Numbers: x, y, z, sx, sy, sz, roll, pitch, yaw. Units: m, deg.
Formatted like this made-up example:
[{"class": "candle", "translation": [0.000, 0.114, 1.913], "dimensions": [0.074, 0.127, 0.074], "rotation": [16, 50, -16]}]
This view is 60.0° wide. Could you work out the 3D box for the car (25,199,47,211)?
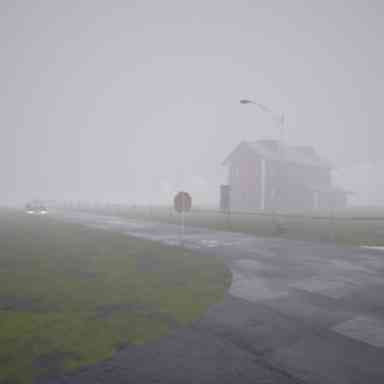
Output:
[{"class": "car", "translation": [-22.290, 1.774, 47.484], "dimensions": [2.097, 1.767, 4.553], "rotation": [2, -1, -36]}]
